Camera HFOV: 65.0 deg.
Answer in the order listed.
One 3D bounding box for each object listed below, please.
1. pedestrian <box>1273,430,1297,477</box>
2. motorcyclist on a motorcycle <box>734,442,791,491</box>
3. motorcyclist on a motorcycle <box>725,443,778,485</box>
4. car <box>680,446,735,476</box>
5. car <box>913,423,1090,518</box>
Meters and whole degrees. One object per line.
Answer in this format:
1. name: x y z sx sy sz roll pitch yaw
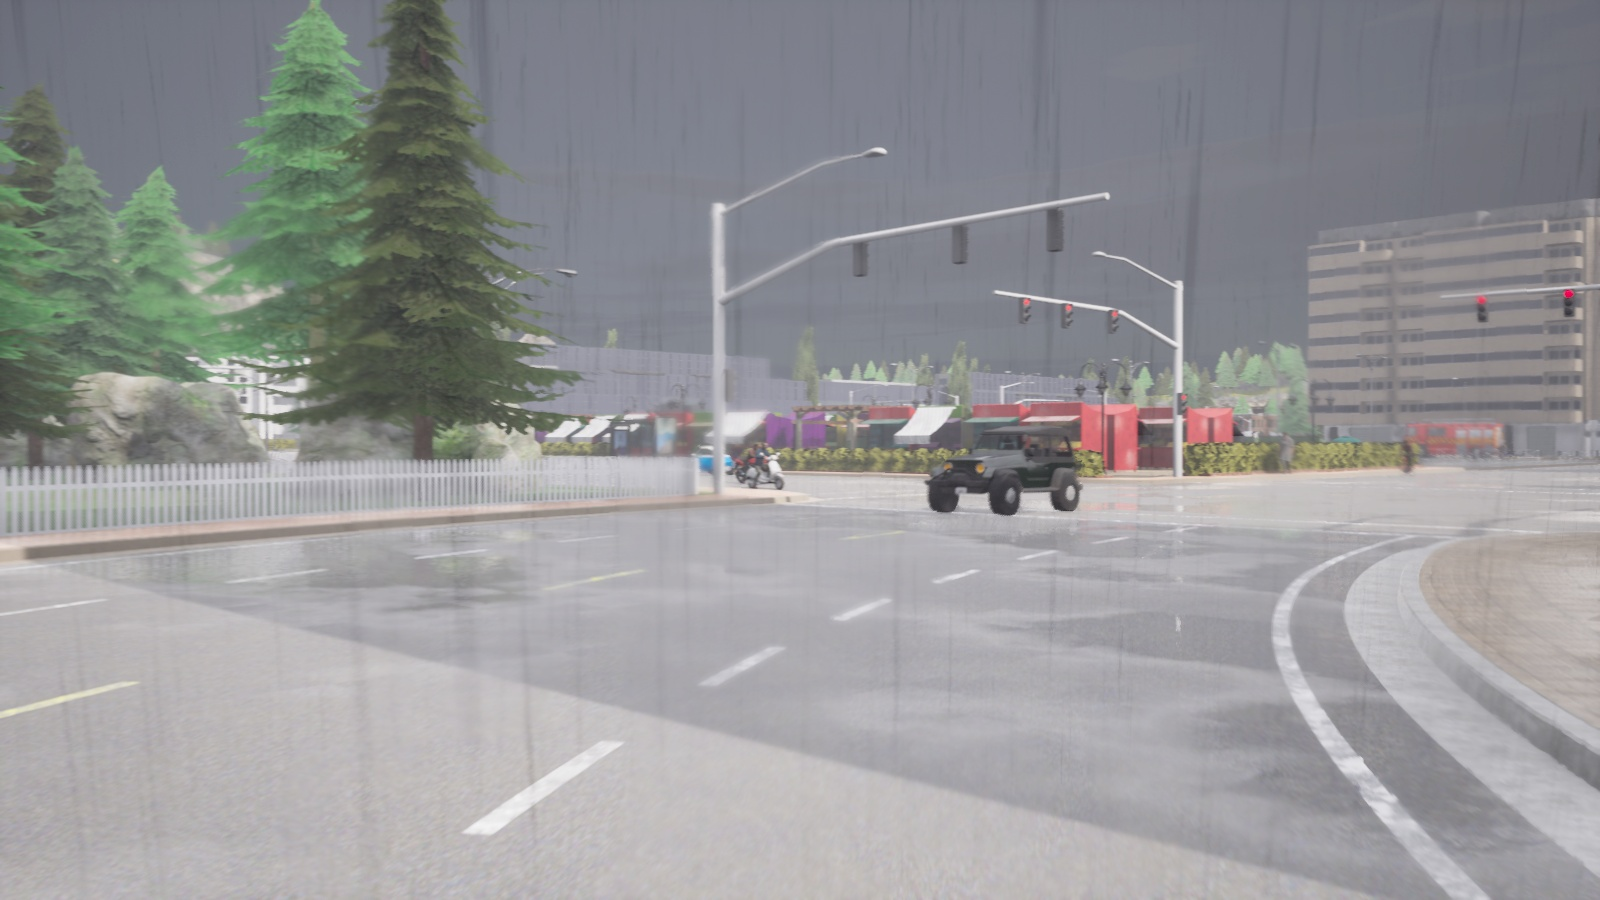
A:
1. pedestrian: 20.553 0.138 53.242 0.659 1.952 0.873 0 0 45
2. motorcyclist on a motorcycle: -1.260 0.518 41.527 0.866 1.590 1.817 0 0 -45
3. motorcyclist on a motorcycle: -1.838 0.514 47.077 0.797 1.523 2.044 0 0 -45
4. car: -4.394 0.511 59.588 1.481 1.376 2.207 0 1 -45
5. car: 4.381 0.404 27.004 1.905 1.878 3.866 0 0 43
